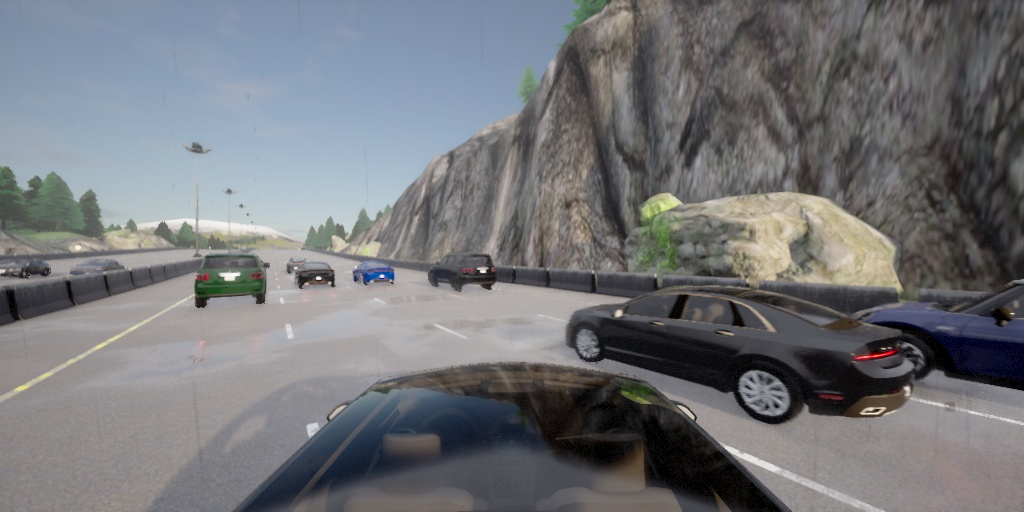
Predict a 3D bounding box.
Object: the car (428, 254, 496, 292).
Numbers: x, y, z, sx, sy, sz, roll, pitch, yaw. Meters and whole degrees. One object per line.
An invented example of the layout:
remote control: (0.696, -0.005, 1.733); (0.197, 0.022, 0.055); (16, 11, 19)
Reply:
car: (-3.026, 0.891, 21.069); (2.150, 2.045, 5.566); (0, 0, -34)

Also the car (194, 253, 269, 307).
car: (-11.836, 0.899, 15.354); (2.150, 2.045, 5.566); (0, 0, -34)

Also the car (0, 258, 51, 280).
car: (-36.333, 0.915, 26.395); (2.128, 1.511, 4.902); (0, 1, -34)

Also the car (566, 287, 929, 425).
car: (2.958, 1.247, 5.921); (1.837, 1.490, 4.892); (0, -1, -34)

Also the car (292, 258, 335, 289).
car: (-12.348, 1.099, 22.379); (1.882, 1.535, 5.008); (0, 1, -34)

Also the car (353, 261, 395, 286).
car: (-9.482, 1.095, 24.389); (1.882, 1.535, 5.008); (0, 1, -34)

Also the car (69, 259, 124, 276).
car: (-34.537, 0.937, 30.023); (2.033, 1.411, 5.357); (0, 1, -33)

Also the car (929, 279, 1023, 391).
car: (7.743, 1.097, 5.081); (2.097, 1.767, 4.553); (0, 0, -34)

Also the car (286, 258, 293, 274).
car: (-21.344, 0.908, 35.734); (2.128, 1.511, 4.902); (0, 1, -34)
